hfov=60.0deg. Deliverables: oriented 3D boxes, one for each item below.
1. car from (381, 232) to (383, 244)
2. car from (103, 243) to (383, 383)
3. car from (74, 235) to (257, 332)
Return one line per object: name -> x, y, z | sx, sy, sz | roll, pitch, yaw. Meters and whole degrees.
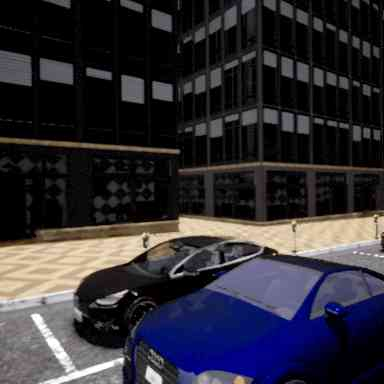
car -> 9.170, 1.580, 13.073 | 4.313, 1.339, 1.947 | 0, -1, -35
car -> 1.270, 1.567, 4.272 | 4.181, 1.385, 1.994 | 0, 0, -35
car -> -0.021, 1.570, 6.518 | 4.313, 1.339, 1.947 | 0, -1, -35
